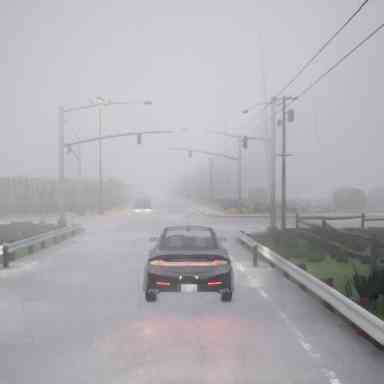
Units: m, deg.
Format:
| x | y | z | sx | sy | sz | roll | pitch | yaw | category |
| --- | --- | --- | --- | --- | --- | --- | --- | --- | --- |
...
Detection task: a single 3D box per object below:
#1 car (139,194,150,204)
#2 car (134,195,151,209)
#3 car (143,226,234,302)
| x | y | z | sx | sy | sz | roll | pitch | yaw | category |
| --- | --- | --- | --- | --- | --- | --- | --- | --- | --- |
| -8.075 | 1.187 | 56.795 | 1.812 | 1.442 | 4.674 | 0 | 1 | -7 | car |
| -6.403 | 1.463 | 43.465 | 1.994 | 1.385 | 4.181 | 0 | 1 | -7 | car |
| -0.097 | 1.613 | 8.519 | 2.128 | 1.511 | 4.902 | 0 | -2 | -1 | car |
